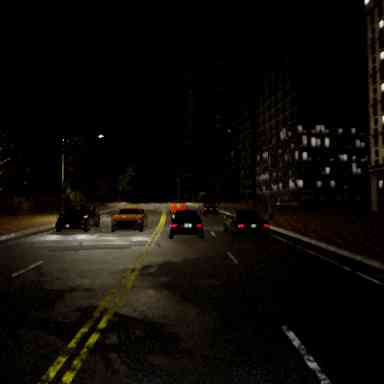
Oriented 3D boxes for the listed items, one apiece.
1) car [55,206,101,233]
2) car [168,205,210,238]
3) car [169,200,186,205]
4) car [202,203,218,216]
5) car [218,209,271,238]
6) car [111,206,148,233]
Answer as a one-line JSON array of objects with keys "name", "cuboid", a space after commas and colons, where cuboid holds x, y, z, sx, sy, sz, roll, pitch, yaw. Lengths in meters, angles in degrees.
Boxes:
[{"name": "car", "cuboid": [-7.141, 1.681, 21.220, 1.837, 1.490, 4.892, 0, 0, -3]}, {"name": "car", "cuboid": [-0.344, 1.710, 18.676, 2.033, 1.411, 5.357, 0, 0, -2]}, {"name": "car", "cuboid": [-1.771, 1.724, 41.506, 2.097, 1.767, 4.553, 0, -1, -5]}, {"name": "car", "cuboid": [1.836, 1.890, 37.415, 2.033, 1.411, 5.357, 0, -1, -4]}, {"name": "car", "cuboid": [2.920, 1.713, 18.672, 2.033, 1.411, 5.357, 0, -1, -2]}, {"name": "car", "cuboid": [-3.890, 1.659, 21.298, 1.882, 1.535, 5.008, 0, 0, -3]}]
